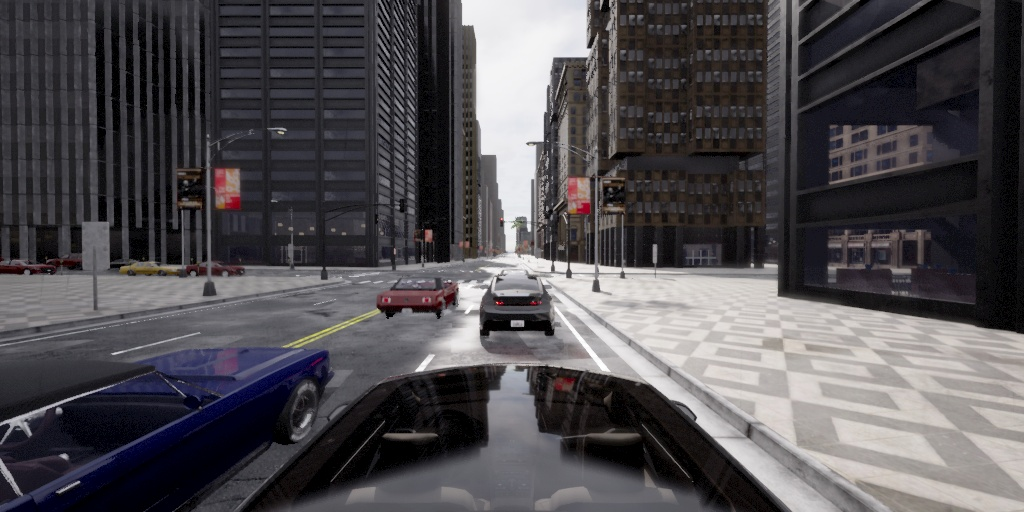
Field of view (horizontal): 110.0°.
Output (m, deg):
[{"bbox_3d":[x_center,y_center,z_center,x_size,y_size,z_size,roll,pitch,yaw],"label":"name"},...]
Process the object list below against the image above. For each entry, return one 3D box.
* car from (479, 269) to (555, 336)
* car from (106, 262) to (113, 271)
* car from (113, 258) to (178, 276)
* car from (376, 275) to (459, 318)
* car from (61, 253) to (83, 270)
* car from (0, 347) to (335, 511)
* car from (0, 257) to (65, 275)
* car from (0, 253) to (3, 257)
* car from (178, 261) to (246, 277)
[{"bbox_3d":[0.123,1.252,10.362,1.837,1.490,4.892,0,0,0],"label":"car"},{"bbox_3d":[-42.863,0.925,39.949,4.313,1.339,1.948,0,0,0],"label":"car"},{"bbox_3d":[-31.417,1.084,31.463,4.829,1.417,1.751,0,0,0],"label":"car"},{"bbox_3d":[-3.125,1.347,12.953,1.895,1.301,4.718,0,0,0],"label":"car"},{"bbox_3d":[-48.488,0.624,39.930,5.009,1.841,2.192,0,0,0],"label":"car"},{"bbox_3d":[-3.145,1.350,2.339,1.895,1.301,4.718,0,0,0],"label":"car"},{"bbox_3d":[-42.837,1.007,31.424,4.507,1.381,1.888,0,0,0],"label":"car"},{"bbox_3d":[-48.462,0.726,31.405,5.009,1.841,2.192,0,0,0],"label":"car"},{"bbox_3d":[-25.962,1.149,31.482,4.507,1.381,1.888,0,0,0],"label":"car"}]
